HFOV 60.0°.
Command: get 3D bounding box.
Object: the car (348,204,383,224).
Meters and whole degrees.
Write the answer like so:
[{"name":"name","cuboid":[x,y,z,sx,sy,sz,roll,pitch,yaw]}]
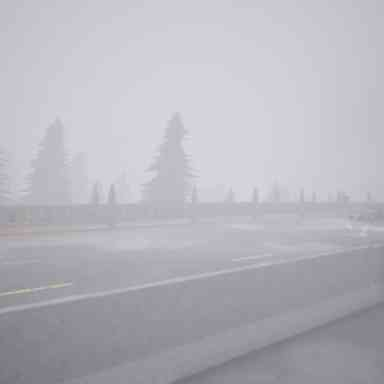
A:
[{"name":"car","cuboid":[14.783,1.767,27.436,4.902,1.511,2.128,1,0,-36]}]
